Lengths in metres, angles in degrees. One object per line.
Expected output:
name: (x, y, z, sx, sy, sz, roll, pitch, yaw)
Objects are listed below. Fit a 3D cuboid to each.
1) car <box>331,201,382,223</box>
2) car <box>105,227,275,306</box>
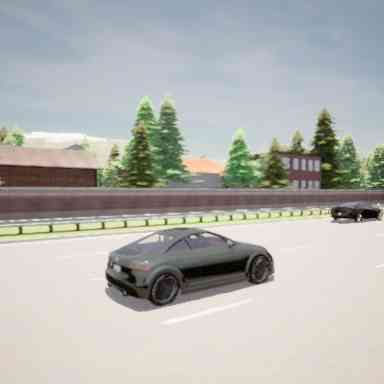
car: (12.832, 1.473, 25.806, 5.008, 1.535, 1.882, 0, 0, -36)
car: (0.069, 1.562, 8.098, 4.181, 1.385, 1.994, 0, 0, -36)
